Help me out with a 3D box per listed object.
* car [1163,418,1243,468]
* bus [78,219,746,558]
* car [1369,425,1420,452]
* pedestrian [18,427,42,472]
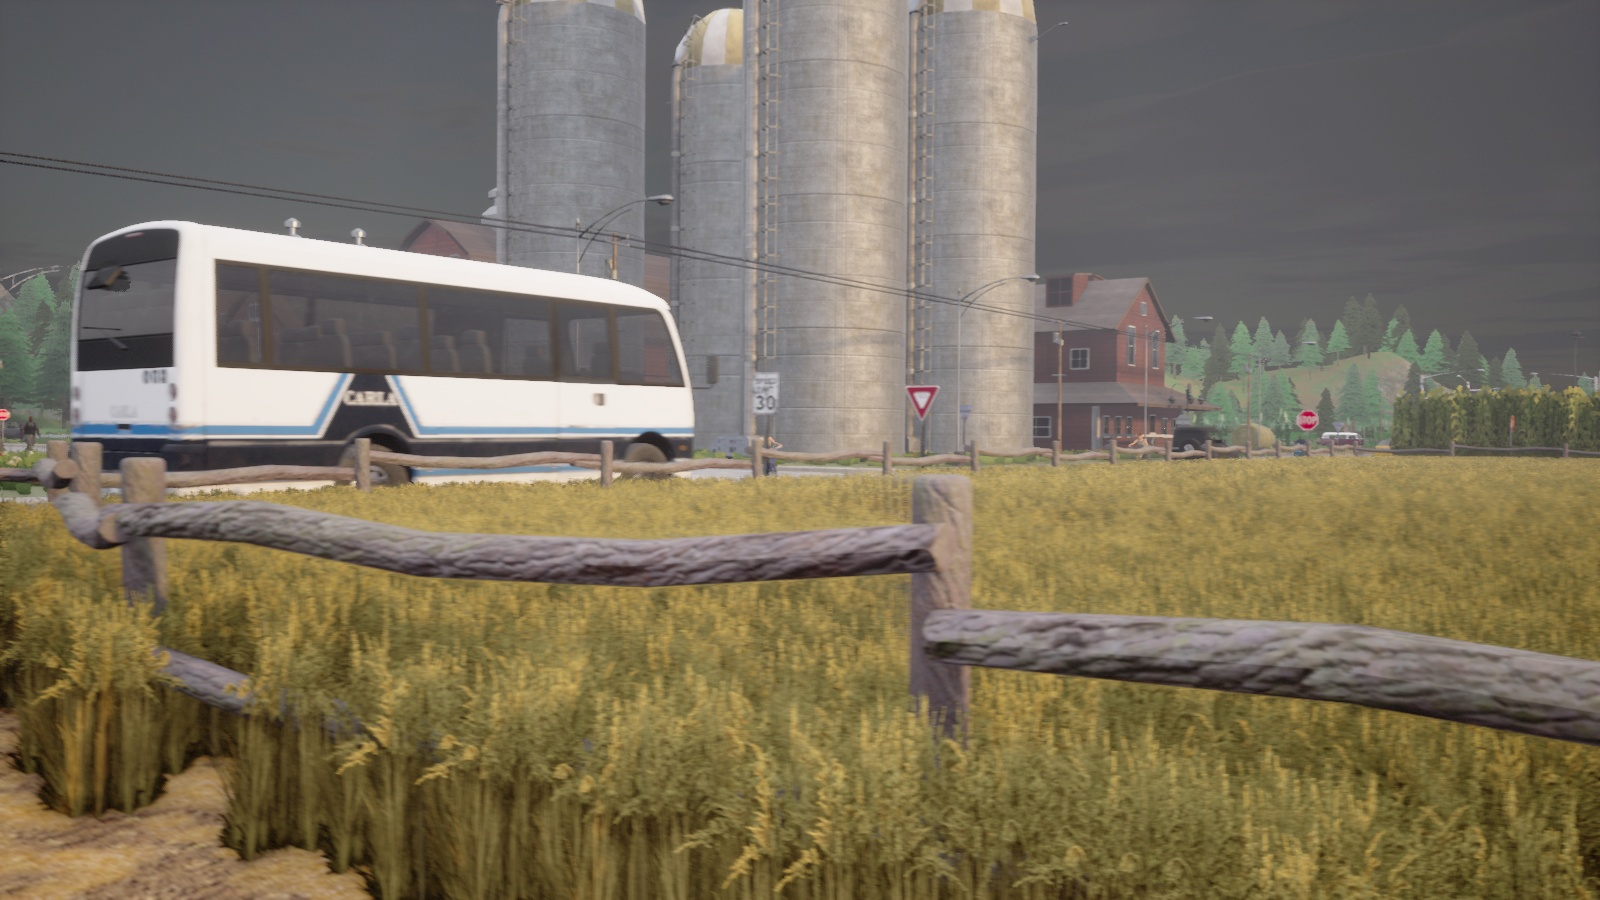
[{"bbox_3d":[16.152,-0.304,50.226,1.905,1.878,3.866,0,1,37],"label":"car"},{"bbox_3d":[-5.705,-0.880,21.032,3.944,4.253,10.273,0,1,37],"label":"bus"},{"bbox_3d":[36.924,-0.728,77.936,1.801,1.575,5.366,0,1,37],"label":"car"},{"bbox_3d":[-32.508,-0.042,52.999,0.849,1.883,0.563,0,1,35],"label":"pedestrian"}]
